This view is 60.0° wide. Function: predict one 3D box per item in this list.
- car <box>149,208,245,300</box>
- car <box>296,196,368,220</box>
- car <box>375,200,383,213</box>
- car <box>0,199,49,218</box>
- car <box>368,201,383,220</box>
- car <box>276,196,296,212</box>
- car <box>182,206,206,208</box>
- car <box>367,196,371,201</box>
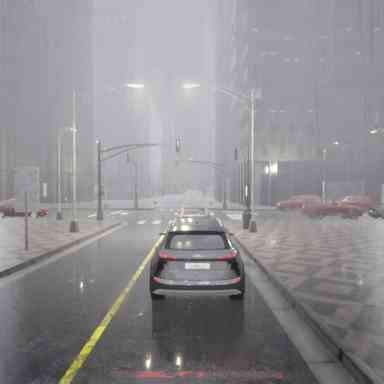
[{"bbox_3d":[0.117,1.428,8.364,2.033,1.649,4.856,0,0,0],"label":"car"},{"bbox_3d":[12.155,1.463,29.146,5.009,1.841,2.192,0,1,0],"label":"car"},{"bbox_3d":[23.435,1.633,37.693,4.313,1.339,1.947,0,1,0],"label":"car"},{"bbox_3d":[-14.886,1.567,29.099,4.507,1.381,1.887,0,1,0],"label":"car"},{"bbox_3d":[17.798,1.742,29.159,4.313,1.339,1.947,0,1,0],"label":"car"},{"bbox_3d":[12.150,1.325,37.669,5.009,1.841,2.192,0,1,0],"label":"car"},{"bbox_3d":[0.115,1.507,17.451,1.837,1.490,4.892,0,0,0],"label":"car"},{"bbox_3d":[17.794,1.353,37.680,5.009,1.841,2.192,0,1,0],"label":"car"}]
